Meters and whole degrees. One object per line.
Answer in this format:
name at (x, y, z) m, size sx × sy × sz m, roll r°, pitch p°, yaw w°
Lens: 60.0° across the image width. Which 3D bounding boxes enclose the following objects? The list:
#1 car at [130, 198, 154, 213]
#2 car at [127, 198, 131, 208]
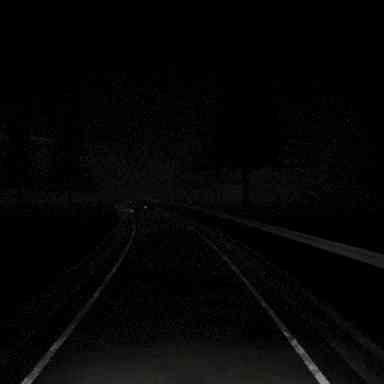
car at (-5.406, 1.563, 36.974) m, size 1.994 × 1.385 × 4.181 m, roll 0°, pitch 0°, yaw -15°
car at (-8.141, 1.527, 47.324) m, size 1.812 × 1.442 × 4.674 m, roll 0°, pitch 0°, yaw -14°
